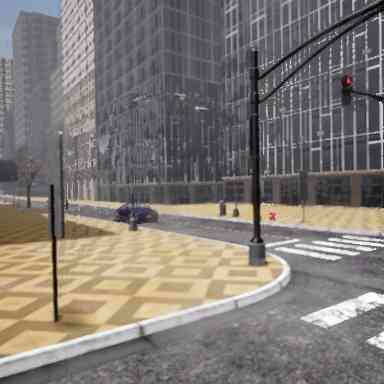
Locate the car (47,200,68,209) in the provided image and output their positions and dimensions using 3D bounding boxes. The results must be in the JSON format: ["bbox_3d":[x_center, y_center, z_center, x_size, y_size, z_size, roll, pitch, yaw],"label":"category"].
[{"bbox_3d":[-17.730,1.432,43.732,2.128,1.511,4.902,-2,1,-35],"label":"car"}]

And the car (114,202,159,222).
[{"bbox_3d":[-4.098,1.478,24.356,1.994,1.385,4.181,-2,1,-35],"label":"car"}]
